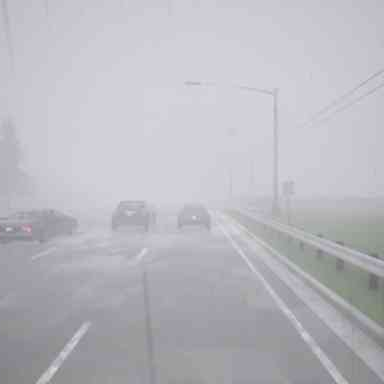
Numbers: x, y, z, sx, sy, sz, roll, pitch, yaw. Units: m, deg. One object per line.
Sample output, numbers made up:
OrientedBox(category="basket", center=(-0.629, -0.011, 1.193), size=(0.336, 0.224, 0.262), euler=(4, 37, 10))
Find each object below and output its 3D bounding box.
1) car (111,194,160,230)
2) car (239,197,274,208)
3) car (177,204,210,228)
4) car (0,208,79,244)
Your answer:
OrientedBox(category="car", center=(-3.387, 1.219, 20.176), size=(2.097, 1.767, 4.553), euler=(0, 0, 0))
OrientedBox(category="car", center=(8.329, 1.325, 42.130), size=(1.895, 1.301, 4.718), euler=(0, 1, -44))
OrientedBox(category="car", center=(0.115, 1.425, 21.085), size=(1.994, 1.385, 4.181), euler=(0, 0, 0))
OrientedBox(category="car", center=(-6.891, 1.448, 15.092), size=(2.033, 1.411, 5.357), euler=(0, 0, 0))
